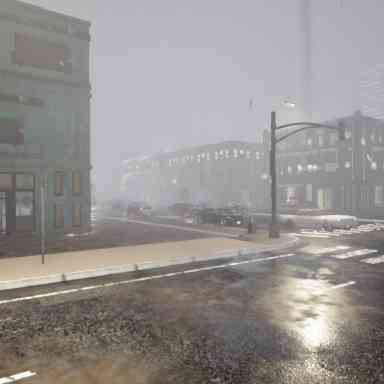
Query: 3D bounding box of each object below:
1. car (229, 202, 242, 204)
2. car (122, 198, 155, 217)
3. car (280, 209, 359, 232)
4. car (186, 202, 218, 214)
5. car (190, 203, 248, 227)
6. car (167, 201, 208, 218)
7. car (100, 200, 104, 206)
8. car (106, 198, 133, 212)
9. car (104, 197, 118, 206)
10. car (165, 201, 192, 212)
[{"bbox_3d":[4.341,1.809,36.953,2.008,1.369,4.403,-2,0,-35],"label":"car"},{"bbox_3d":[-5.702,1.846,36.757,1.967,1.590,4.097,-1,0,-35],"label":"car"},{"bbox_3d":[7.876,1.729,20.982,1.895,1.301,4.718,0,-1,-29],"label":"car"},{"bbox_3d":[1.202,1.903,41.512,1.802,1.307,4.206,-1,0,-35],"label":"car"},{"bbox_3d":[2.071,1.814,25.260,1.947,1.339,4.313,-1,0,-35],"label":"car"},{"bbox_3d":[-0.686,1.799,34.061,1.882,1.535,5.008,-1,0,-35],"label":"car"},{"bbox_3d":[-17.635,2.227,68.864,1.887,1.381,4.507,-1,0,-35],"label":"car"},{"bbox_3d":[-10.029,1.999,47.677,2.128,1.511,4.902,-1,0,-34],"label":"car"},{"bbox_3d":[-14.501,1.939,64.305,2.192,1.841,5.009,-1,0,-35],"label":"car"},{"bbox_3d":[-1.937,1.965,46.071,1.802,1.307,4.206,-1,0,-35],"label":"car"}]
